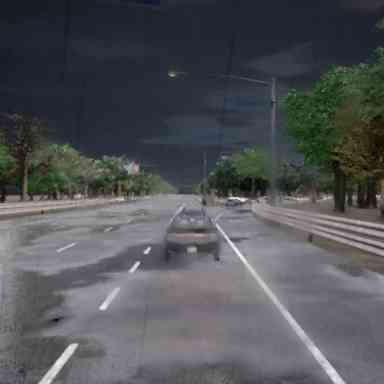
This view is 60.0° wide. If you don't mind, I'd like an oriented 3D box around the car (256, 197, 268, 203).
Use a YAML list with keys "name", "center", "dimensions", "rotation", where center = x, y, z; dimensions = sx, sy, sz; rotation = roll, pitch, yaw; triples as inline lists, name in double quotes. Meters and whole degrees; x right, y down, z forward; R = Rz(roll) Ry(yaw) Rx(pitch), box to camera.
- name: "car"
  center: [14.915, 1.770, 69.217]
  dimensions: [1.882, 1.535, 5.008]
  rotation: [0, 0, 35]

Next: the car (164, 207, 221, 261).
- name: "car"
  center: [0.007, 1.549, 12.513]
  dimensions: [2.128, 1.511, 4.902]
  rotation: [0, 0, 0]

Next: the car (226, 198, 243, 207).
- name: "car"
  center: [6.983, 1.737, 54.595]
  dimensions: [2.128, 1.511, 4.902]
  rotation: [0, 0, 24]
